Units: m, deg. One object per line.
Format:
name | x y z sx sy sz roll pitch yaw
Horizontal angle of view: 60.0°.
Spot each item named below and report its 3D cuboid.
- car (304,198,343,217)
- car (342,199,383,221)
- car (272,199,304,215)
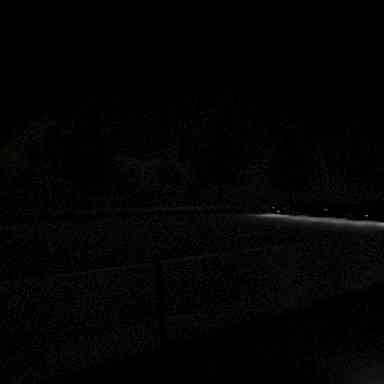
car | 12.482 1.343 29.267 5.008 1.535 1.882 0 0 -34
car | 14.456 1.361 26.378 5.008 1.535 1.882 0 0 -34
car | 10.106 1.396 31.889 5.357 1.411 2.033 0 0 -34
